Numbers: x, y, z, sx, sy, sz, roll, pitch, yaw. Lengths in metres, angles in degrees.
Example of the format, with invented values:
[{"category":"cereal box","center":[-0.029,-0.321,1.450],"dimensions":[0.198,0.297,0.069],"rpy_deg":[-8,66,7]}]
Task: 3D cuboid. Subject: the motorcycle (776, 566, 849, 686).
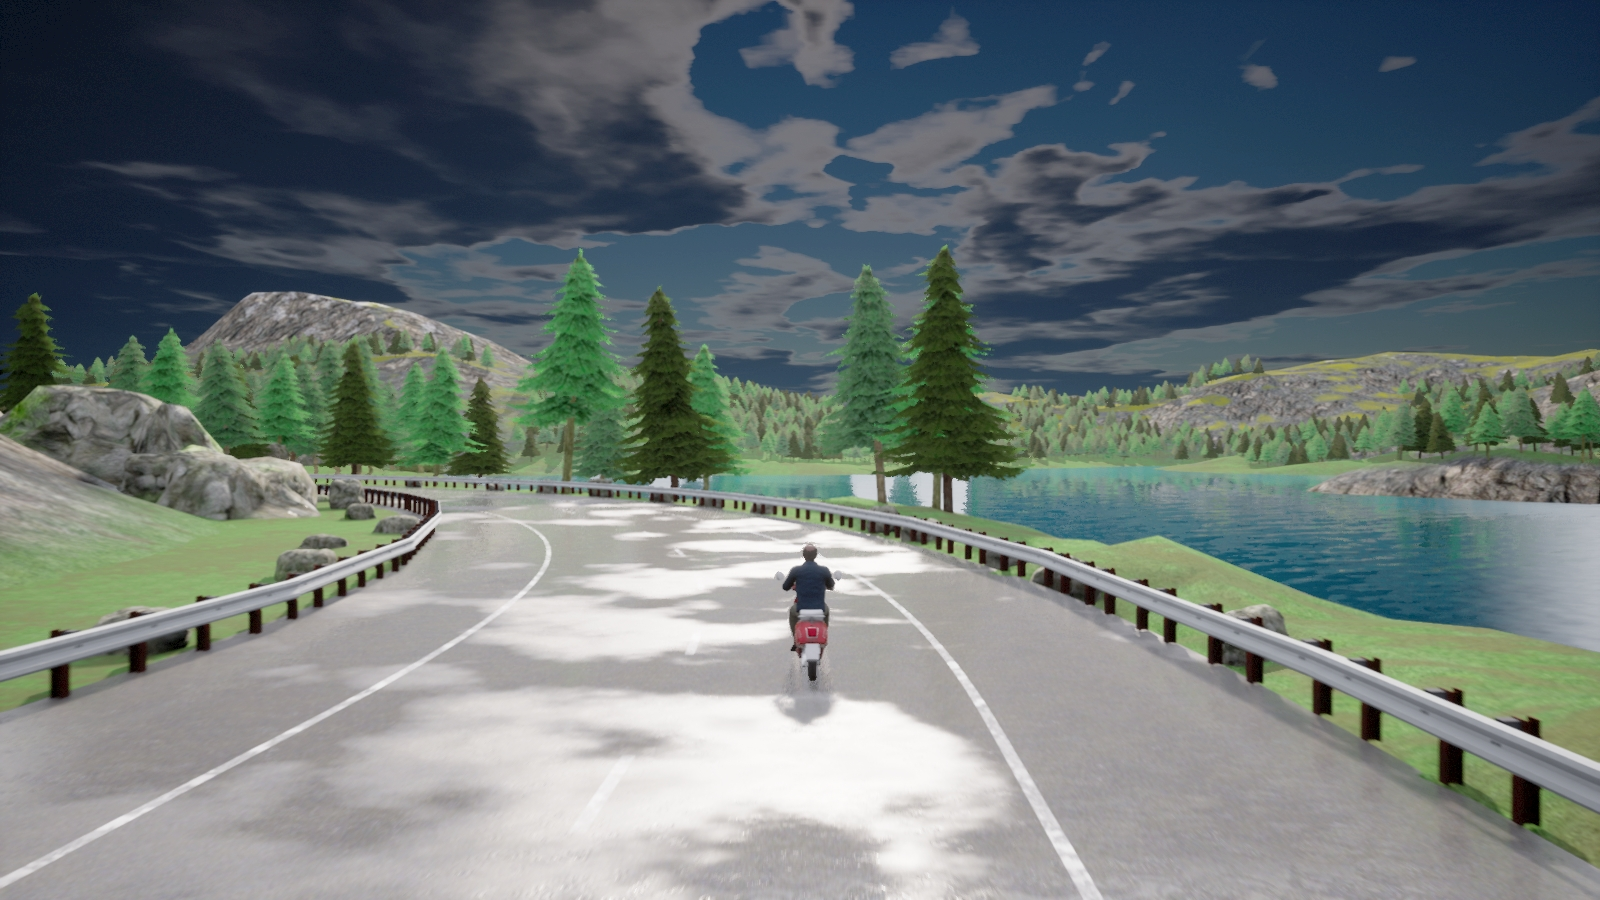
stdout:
[{"category":"motorcycle","center":[0.127,2.182,14.499],"dimensions":[0.856,1.236,1.805],"rpy_deg":[0,0,-2]}]
